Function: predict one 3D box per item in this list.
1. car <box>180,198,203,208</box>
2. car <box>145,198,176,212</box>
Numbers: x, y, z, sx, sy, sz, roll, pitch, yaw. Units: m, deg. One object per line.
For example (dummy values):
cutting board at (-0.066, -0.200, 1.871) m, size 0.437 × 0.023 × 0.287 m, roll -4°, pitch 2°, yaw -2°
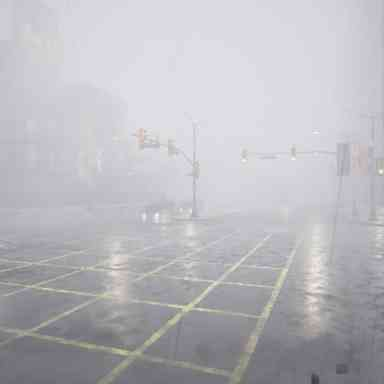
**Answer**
car at (-0.030, 1.601, 48.523) m, size 1.895 × 1.301 × 4.718 m, roll 0°, pitch 0°, yaw 21°
car at (-3.638, 1.478, 38.966) m, size 1.882 × 1.535 × 5.008 m, roll 0°, pitch 0°, yaw 23°
